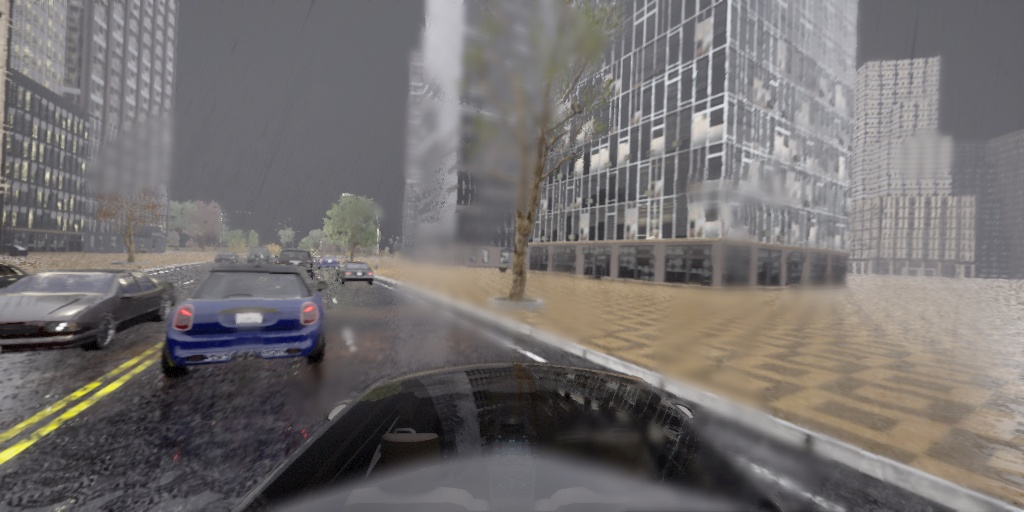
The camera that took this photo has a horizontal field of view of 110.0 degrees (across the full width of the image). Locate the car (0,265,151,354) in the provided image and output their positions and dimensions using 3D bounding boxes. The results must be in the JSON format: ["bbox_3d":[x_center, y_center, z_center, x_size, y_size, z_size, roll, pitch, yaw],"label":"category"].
[{"bbox_3d":[-9.070,0.980,7.673,2.033,1.411,5.357,2,0,-29],"label":"car"}]

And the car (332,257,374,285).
[{"bbox_3d":[-10.129,1.048,22.999,2.033,1.411,5.357,2,0,-31],"label":"car"}]

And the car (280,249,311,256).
[{"bbox_3d":[-14.859,0.548,24.573,2.150,2.045,5.566,3,-1,-32],"label":"car"}]

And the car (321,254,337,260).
[{"bbox_3d":[-20.097,0.580,39.163,2.097,1.767,4.553,2,-1,-32],"label":"car"}]

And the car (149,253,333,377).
[{"bbox_3d":[-4.969,0.943,7.303,2.097,1.767,4.553,2,0,-28],"label":"car"}]

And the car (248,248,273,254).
[{"bbox_3d":[-30.640,0.072,43.786,2.150,2.045,5.566,2,0,-30],"label":"car"}]

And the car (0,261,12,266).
[{"bbox_3d":[-12.841,0.791,7.760,1.837,1.490,4.892,3,-1,-29],"label":"car"}]
